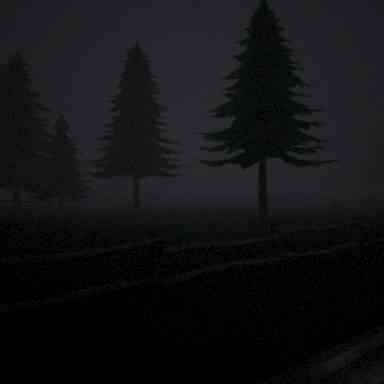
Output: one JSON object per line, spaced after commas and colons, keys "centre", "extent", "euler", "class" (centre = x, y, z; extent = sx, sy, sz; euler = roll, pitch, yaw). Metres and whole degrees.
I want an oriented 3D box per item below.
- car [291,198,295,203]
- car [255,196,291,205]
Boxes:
{"centre": [16.014, 1.505, 60.218], "extent": [4.892, 1.490, 1.837], "euler": [0, 0, 30], "class": "car"}
{"centre": [13.780, 1.548, 57.862], "extent": [5.357, 1.411, 2.033], "euler": [0, 0, 29], "class": "car"}
